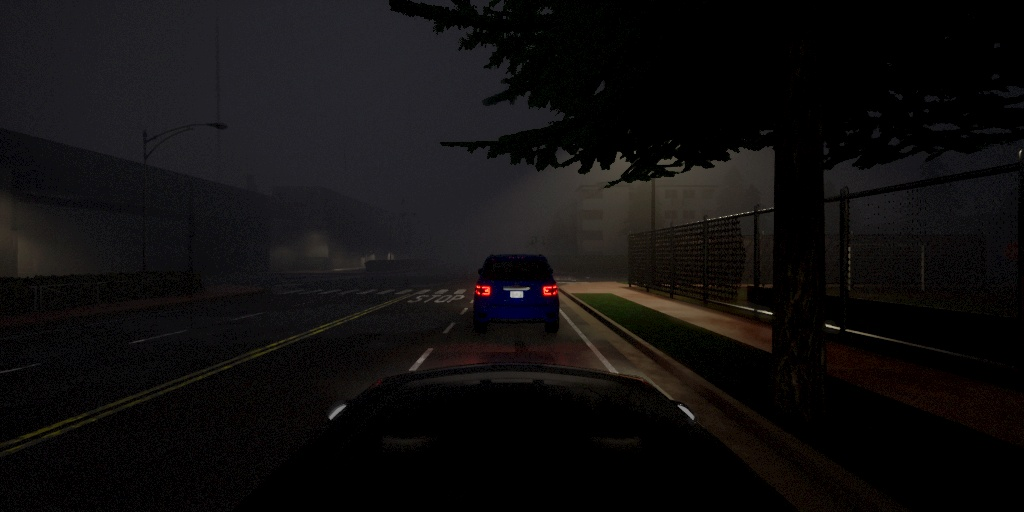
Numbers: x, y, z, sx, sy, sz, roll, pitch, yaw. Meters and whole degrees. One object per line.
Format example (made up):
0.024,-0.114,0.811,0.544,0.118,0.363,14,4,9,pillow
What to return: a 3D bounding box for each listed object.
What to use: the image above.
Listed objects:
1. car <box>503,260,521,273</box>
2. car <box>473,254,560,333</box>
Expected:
0.010,1.242,45.734,2.128,1.511,4.902,0,0,0,car
0.112,0.972,10.878,2.150,2.045,5.566,0,0,0,car
